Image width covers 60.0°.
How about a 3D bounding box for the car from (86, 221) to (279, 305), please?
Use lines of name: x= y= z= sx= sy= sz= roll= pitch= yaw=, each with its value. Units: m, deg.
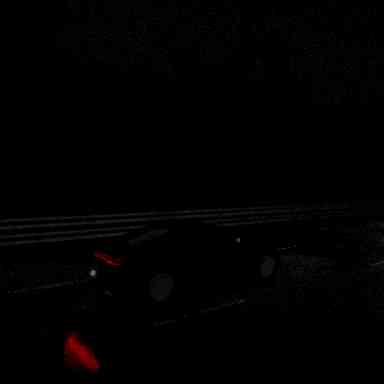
car: x=0.018 y=1.452 z=8.129 sx=5.008 sy=1.535 sz=1.882 roll=-1 pitch=0 yaw=-35
